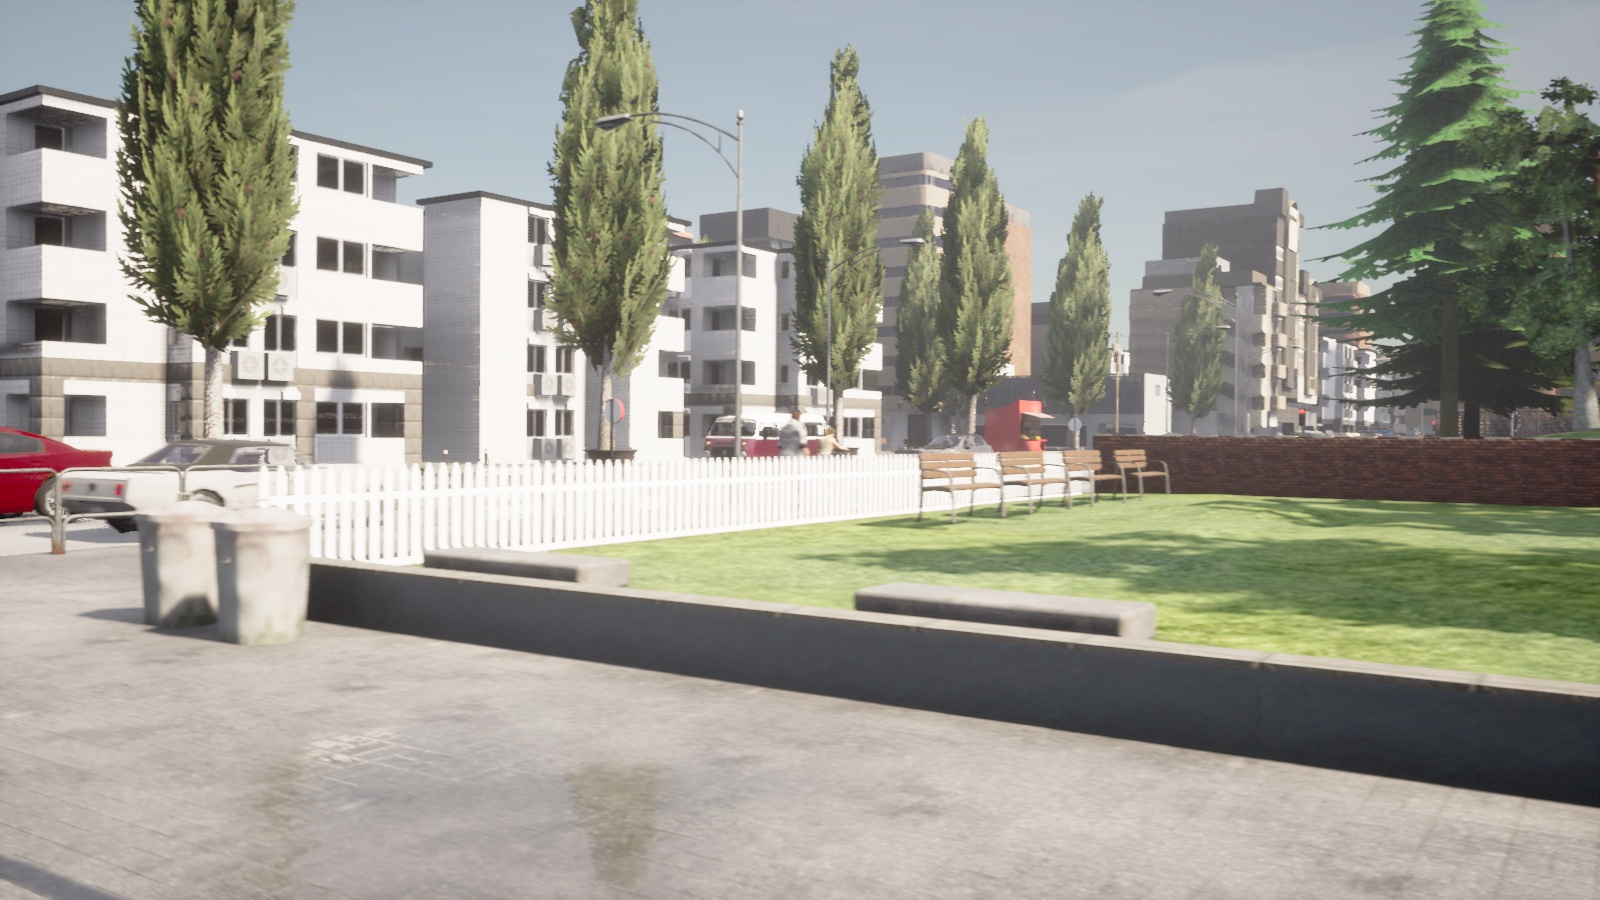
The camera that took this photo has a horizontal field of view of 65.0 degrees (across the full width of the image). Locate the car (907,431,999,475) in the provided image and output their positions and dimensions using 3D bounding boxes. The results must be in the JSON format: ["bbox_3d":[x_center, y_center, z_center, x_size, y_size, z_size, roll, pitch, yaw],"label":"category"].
[{"bbox_3d":[5.565,0.076,45.345,1.845,1.501,3.633,0,1,34],"label":"car"}]

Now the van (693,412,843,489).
[{"bbox_3d":[-0.830,-0.026,35.762,2.069,2.038,4.480,0,1,34],"label":"van"}]

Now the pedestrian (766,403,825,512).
[{"bbox_3d":[-0.080,0.126,23.098,0.659,1.952,0.873,0,1,39],"label":"pedestrian"}]

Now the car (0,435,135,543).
[{"bbox_3d":[-12.567,0.577,18.066,1.882,1.535,5.008,0,1,33],"label":"car"}]

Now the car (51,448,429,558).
[{"bbox_3d":[-7.848,0.656,18.109,1.895,1.301,4.718,0,1,32],"label":"car"}]
